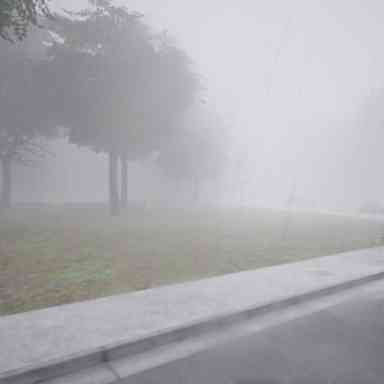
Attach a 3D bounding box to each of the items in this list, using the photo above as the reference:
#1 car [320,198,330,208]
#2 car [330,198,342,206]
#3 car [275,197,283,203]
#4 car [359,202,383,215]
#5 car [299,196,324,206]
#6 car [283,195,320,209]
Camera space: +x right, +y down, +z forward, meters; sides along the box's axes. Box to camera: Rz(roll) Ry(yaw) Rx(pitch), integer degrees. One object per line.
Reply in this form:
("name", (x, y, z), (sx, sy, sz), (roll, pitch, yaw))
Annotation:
("car", (19.507, 1.739, 53.749), (2.128, 1.511, 4.902), (0, 0, -12))
("car", (24.782, 1.856, 60.400), (2.033, 1.411, 5.357), (0, 0, -12))
("car", (19.414, 1.672, 69.870), (2.033, 1.411, 5.357), (0, 0, -12))
("car", (20.036, 1.736, 35.733), (1.994, 1.385, 4.181), (0, 0, -12))
("car", (21.518, 1.637, 60.122), (2.097, 1.767, 4.553), (0, 0, -12))
("car", (16.740, 1.438, 51.085), (2.150, 2.045, 5.566), (0, 0, -12))
